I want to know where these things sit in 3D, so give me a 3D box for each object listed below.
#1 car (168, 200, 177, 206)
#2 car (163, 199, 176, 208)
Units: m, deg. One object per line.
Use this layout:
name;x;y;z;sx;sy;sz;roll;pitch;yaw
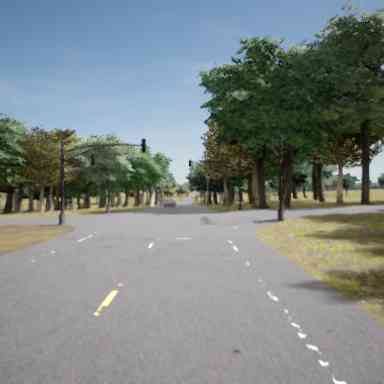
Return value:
car;-4.613;2.618;77.715;1.895;1.301;4.718;0;-2;-1
car;-4.307;2.040;62.700;2.097;1.767;4.553;0;-1;-1
